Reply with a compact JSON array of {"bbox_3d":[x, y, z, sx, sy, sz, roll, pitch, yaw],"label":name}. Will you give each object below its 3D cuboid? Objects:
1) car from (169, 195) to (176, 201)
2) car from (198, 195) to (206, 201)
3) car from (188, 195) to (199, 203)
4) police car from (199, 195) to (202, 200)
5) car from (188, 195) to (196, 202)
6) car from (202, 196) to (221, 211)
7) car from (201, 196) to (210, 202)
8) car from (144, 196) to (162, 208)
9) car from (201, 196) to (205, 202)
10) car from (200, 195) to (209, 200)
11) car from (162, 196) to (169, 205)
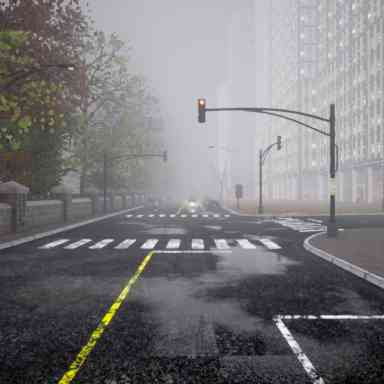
[{"bbox_3d":[-5.710,1.627,86.534,1.887,1.381,4.507,0,0,0],"label":"car"},{"bbox_3d":[2.669,1.643,92.168,2.008,1.369,4.403,0,0,0],"label":"car"},{"bbox_3d":[0.028,1.566,70.997,2.128,1.511,4.902,0,0,0],"label":"car"},{"bbox_3d":[3.117,1.479,69.899,1.930,1.638,5.238,0,0,0],"label":"police car"},{"bbox_3d":[-0.020,1.571,80.014,1.837,1.490,4.892,0,0,0],"label":"car"},{"bbox_3d":[2.681,1.587,41.477,1.947,1.339,4.313,0,0,0],"label":"car"},{"bbox_3d":[3.131,1.590,76.789,1.812,1.442,4.674,0,0,0],"label":"car"},{"bbox_3d":[-5.701,1.608,47.107,1.802,1.307,4.206,0,0,0],"label":"car"},{"bbox_3d":[2.679,1.592,47.109,1.947,1.339,4.313,0,0,0],"label":"car"},{"bbox_3d":[2.678,1.598,52.742,1.947,1.339,4.313,0,0,0],"label":"car"},{"bbox_3d":[-5.703,1.478,58.373,1.967,1.590,4.097,0,0,0],"label":"car"}]
